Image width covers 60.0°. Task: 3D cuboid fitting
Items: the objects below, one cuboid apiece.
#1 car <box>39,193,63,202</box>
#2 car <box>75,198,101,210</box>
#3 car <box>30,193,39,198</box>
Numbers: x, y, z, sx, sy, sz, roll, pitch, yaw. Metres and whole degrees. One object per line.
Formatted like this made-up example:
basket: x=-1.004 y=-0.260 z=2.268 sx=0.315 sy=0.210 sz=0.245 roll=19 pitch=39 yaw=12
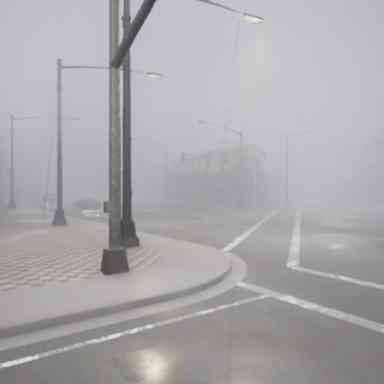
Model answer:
car: x=-22.326 y=0.843 z=52.509 sx=1.812 sy=1.442 sz=4.674 roll=0 pitch=1 yaw=-36
car: x=-11.952 y=1.338 z=38.112 sx=1.994 sy=1.385 sz=4.181 roll=0 pitch=1 yaw=-36
car: x=-31.418 y=0.313 z=65.238 sx=1.994 sy=1.385 sz=4.181 roll=0 pitch=0 yaw=-36
